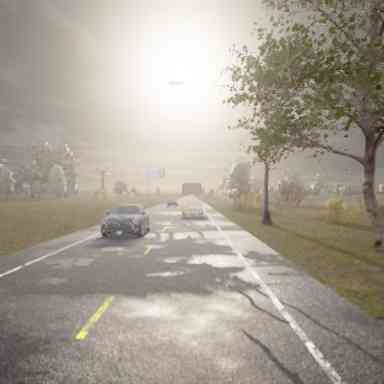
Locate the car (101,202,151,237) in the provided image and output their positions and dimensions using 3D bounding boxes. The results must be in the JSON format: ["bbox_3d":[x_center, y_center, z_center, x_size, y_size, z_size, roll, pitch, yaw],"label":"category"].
[{"bbox_3d":[-3.601,1.455,18.700,2.097,1.767,4.553,0,0,0],"label":"car"}]

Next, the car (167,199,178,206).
[{"bbox_3d":[-3.531,1.961,60.862,1.895,1.301,4.718,0,0,1],"label":"car"}]

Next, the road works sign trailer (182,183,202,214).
[{"bbox_3d":[-0.006,0.689,39.439,2.380,3.560,2.880,0,0,0],"label":"road works sign trailer"}]
